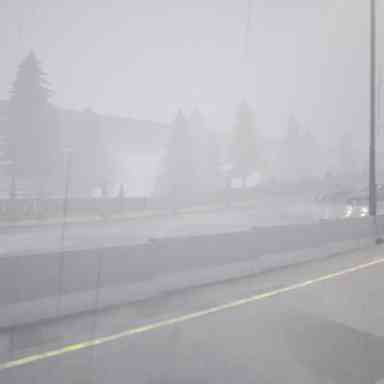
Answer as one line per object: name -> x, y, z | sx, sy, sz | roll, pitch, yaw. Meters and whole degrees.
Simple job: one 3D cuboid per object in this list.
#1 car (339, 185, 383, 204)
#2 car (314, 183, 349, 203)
car -> 14.801, 0.145, 27.403 | 5.357, 1.411, 2.033 | -7, 4, -35
car -> 13.207, 0.031, 30.560 | 4.902, 1.511, 2.128 | -7, 4, -35
